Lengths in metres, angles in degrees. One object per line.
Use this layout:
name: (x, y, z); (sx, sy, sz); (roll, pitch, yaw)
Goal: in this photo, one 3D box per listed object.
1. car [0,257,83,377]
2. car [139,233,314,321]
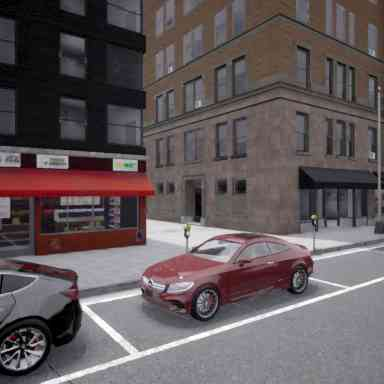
car: (-3.550, 1.566, 4.003); (4.313, 1.339, 1.947); (0, 0, -35)
car: (0.931, 1.582, 7.195); (4.206, 1.307, 1.802); (0, 0, -35)
